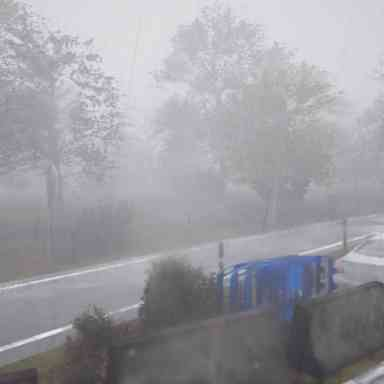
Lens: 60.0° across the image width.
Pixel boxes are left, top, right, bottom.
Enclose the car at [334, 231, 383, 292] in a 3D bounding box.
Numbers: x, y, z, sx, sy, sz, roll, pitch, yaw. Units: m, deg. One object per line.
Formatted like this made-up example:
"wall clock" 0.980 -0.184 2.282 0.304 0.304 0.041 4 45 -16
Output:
"car" 4.866 1.480 7.053 4.674 1.452 2.002 -3 0 -34
